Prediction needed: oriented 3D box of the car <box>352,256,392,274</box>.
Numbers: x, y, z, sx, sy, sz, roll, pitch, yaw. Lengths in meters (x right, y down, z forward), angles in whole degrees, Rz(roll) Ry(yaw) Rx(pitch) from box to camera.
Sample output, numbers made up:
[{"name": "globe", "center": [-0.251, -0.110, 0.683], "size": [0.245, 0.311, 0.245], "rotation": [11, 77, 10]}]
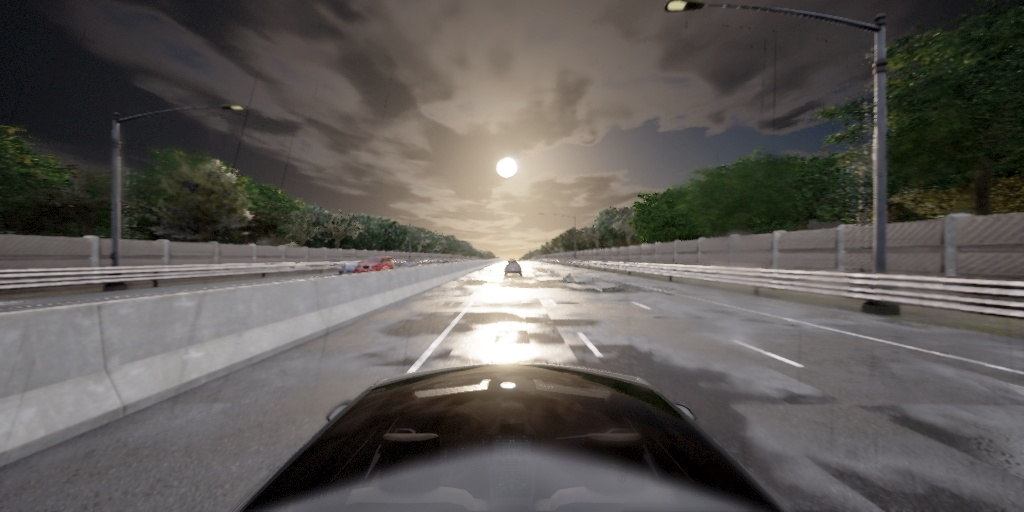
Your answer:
[{"name": "car", "center": [-14.028, 1.032, 37.180], "size": [2.150, 2.045, 5.566], "rotation": [0, 0, 0]}]

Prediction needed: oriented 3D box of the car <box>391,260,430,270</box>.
[{"name": "car", "center": [-10.528, 1.304, 37.514], "size": [2.128, 1.511, 4.902], "rotation": [0, 0, 0]}]

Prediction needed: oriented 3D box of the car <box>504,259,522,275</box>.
[{"name": "car", "center": [0.125, 1.389, 40.335], "size": [1.994, 1.385, 4.181], "rotation": [0, 0, 0]}]

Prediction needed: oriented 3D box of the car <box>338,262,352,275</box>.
[{"name": "car", "center": [-17.522, 1.340, 40.012], "size": [1.812, 1.442, 4.674], "rotation": [0, 0, 0]}]
